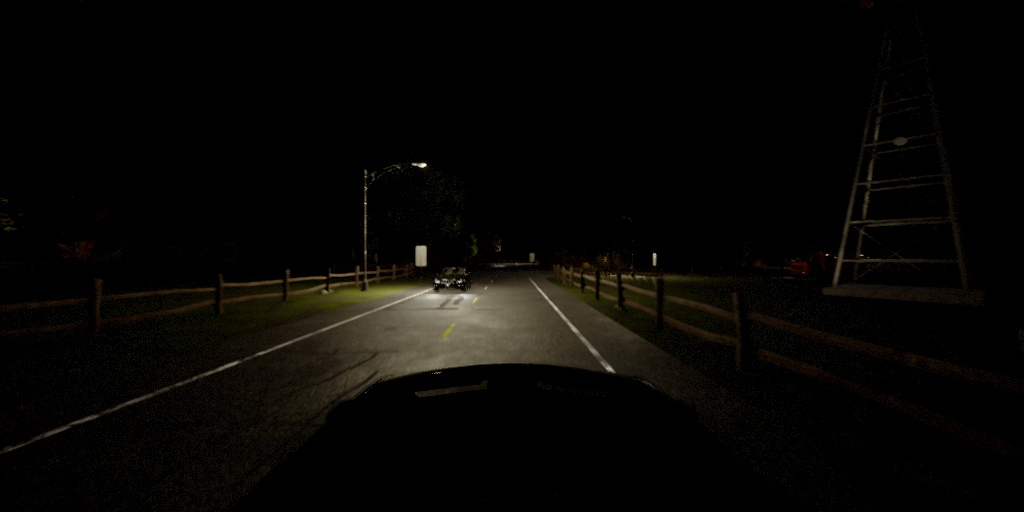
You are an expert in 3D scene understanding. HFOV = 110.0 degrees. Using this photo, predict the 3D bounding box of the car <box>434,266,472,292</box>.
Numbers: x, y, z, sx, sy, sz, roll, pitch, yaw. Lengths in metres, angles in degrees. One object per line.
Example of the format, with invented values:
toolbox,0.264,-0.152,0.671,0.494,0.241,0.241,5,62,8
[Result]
car,-3.585,1.403,22.444,1.837,1.490,4.892,0,-1,0
